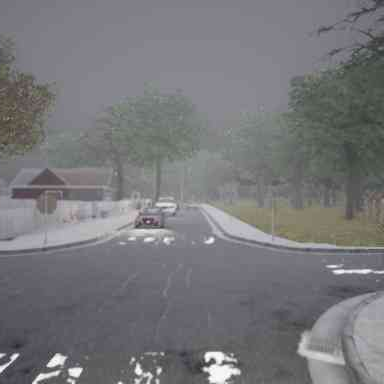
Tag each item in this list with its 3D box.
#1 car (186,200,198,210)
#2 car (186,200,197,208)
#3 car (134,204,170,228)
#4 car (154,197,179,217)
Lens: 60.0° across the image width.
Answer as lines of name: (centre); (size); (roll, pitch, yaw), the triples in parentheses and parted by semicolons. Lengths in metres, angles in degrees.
car: (-0.001, 2.220, 54.728); (1.895, 1.301, 4.718); (0, -1, 0)
car: (-0.064, 2.318, 64.794); (1.994, 1.385, 4.181); (0, -1, 0)
car: (-2.876, 1.796, 23.893); (1.994, 1.385, 4.181); (0, -1, 0)
car: (-2.888, 1.612, 37.142); (2.150, 2.045, 5.566); (0, -1, 0)
